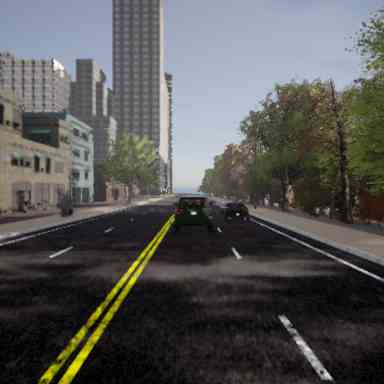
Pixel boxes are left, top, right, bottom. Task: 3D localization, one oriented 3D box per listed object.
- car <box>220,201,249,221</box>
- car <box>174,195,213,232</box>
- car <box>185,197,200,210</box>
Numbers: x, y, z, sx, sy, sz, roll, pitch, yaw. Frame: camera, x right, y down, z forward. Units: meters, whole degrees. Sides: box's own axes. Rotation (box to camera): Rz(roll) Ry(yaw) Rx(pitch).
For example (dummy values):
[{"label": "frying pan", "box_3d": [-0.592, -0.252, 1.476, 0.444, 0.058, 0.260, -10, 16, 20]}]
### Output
[{"label": "car", "box_3d": [3.338, 1.474, 26.788, 1.882, 1.535, 5.008, 0, 0, 0]}, {"label": "car", "box_3d": [0.091, 1.219, 20.361, 2.150, 2.045, 5.566, 0, 0, 0]}, {"label": "car", "box_3d": [0.081, 1.469, 44.562, 1.882, 1.535, 5.008, 0, 0, 0]}]
